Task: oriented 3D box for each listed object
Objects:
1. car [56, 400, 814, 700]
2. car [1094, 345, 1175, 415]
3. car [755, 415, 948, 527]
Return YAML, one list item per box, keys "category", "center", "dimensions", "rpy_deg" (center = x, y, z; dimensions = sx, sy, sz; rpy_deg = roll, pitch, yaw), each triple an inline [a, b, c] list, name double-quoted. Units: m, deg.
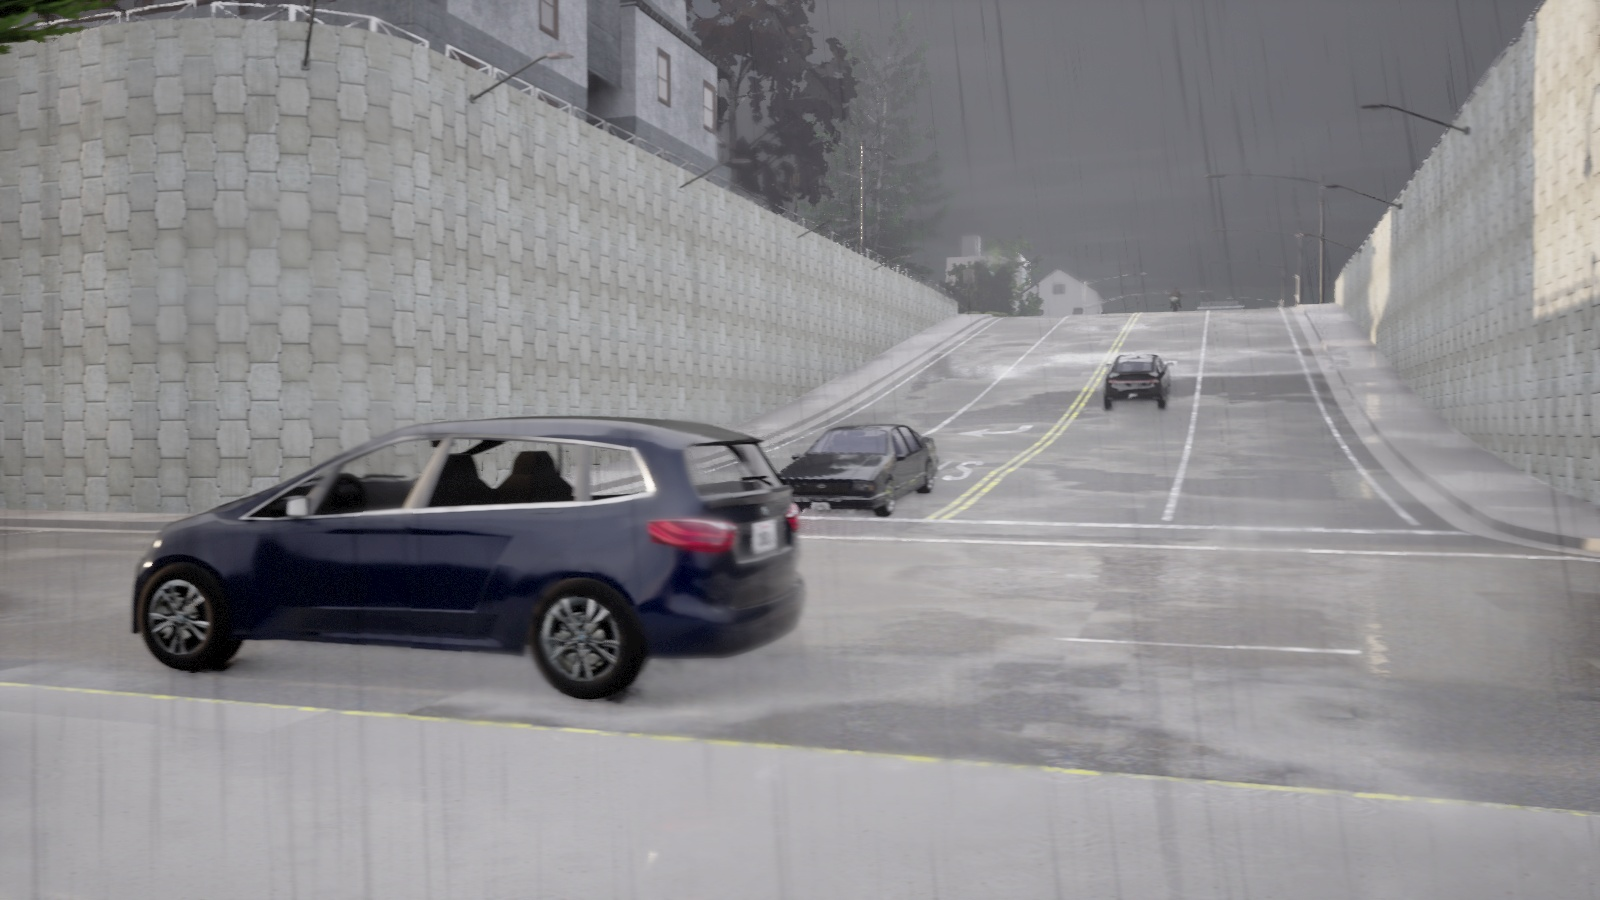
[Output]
- category: "car"
  center: [-2.445, 0.516, 8.760]
  dimensions: [4.611, 1.667, 2.242]
  rpy_deg: [1, 1, 19]
- category: "car"
  center: [10.608, -2.254, 39.618]
  dimensions: [2.128, 1.511, 4.902]
  rpy_deg: [1, 11, 19]
- category: "car"
  center: [1.098, 0.249, 22.564]
  dimensions: [2.033, 1.411, 5.357]
  rpy_deg: [1, 5, 19]
